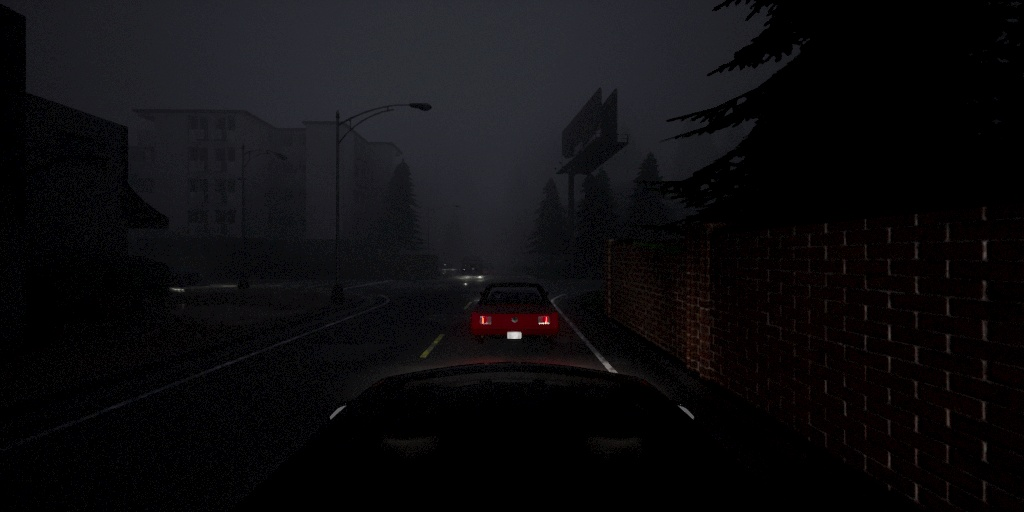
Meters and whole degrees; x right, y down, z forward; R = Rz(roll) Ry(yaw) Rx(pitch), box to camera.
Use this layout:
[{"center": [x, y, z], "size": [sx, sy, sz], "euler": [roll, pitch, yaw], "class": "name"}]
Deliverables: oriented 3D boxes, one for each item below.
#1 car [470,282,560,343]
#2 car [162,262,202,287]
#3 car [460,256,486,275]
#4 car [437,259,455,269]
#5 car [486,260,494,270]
[{"center": [0.060, 1.351, 9.617], "size": [1.895, 1.301, 4.718], "euler": [0, 0, 0], "class": "car"}, {"center": [-21.377, 1.051, 21.329], "size": [5.008, 1.535, 1.882], "euler": [0, 0, -1], "class": "car"}, {"center": [-4.414, 0.970, 39.056], "size": [2.150, 2.045, 5.566], "euler": [0, 0, -10], "class": "car"}, {"center": [-10.642, 1.252, 56.034], "size": [1.837, 1.490, 4.892], "euler": [1, 0, -33], "class": "car"}, {"center": [-3.984, 1.274, 51.143], "size": [1.812, 1.442, 4.674], "euler": [0, 0, -22], "class": "car"}]
